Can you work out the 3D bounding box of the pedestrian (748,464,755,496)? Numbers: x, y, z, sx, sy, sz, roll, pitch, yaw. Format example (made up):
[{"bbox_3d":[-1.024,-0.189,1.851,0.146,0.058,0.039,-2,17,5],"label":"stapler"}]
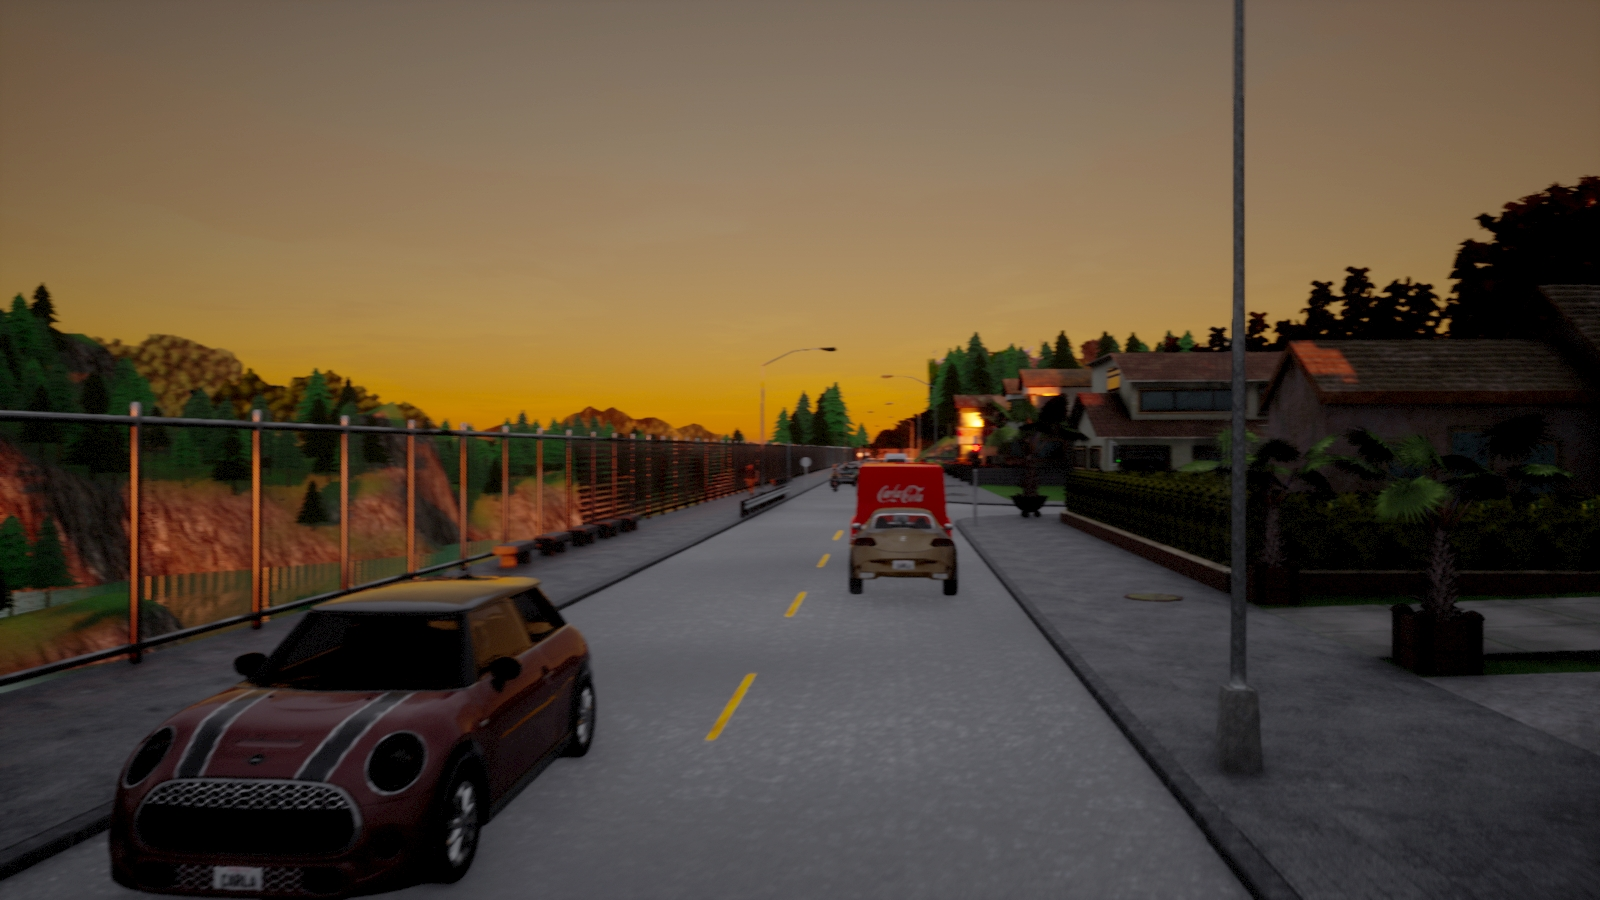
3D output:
[{"bbox_3d":[-2.852,1.743,67.065,0.375,1.860,0.375,0,0,5],"label":"pedestrian"}]

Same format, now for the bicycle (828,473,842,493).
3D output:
[{"bbox_3d":[2.275,2.162,74.515,0.859,1.276,1.487,0,0,5],"label":"bicycle"}]

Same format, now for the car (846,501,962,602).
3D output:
[{"bbox_3d":[2.131,1.995,23.767,2.152,1.651,5.027,0,0,5],"label":"car"}]

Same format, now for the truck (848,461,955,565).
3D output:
[{"bbox_3d":[2.698,1.572,30.664,2.627,2.467,5.204,0,0,5],"label":"truck"}]

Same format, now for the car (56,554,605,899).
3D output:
[{"bbox_3d":[-3.105,1.903,8.835,2.097,1.767,4.553,0,0,5],"label":"car"}]
